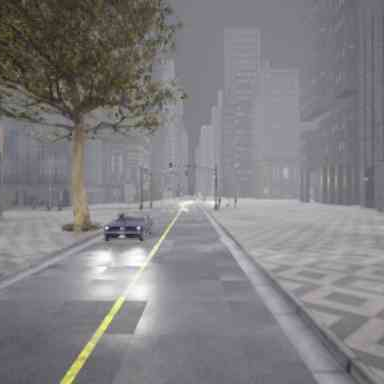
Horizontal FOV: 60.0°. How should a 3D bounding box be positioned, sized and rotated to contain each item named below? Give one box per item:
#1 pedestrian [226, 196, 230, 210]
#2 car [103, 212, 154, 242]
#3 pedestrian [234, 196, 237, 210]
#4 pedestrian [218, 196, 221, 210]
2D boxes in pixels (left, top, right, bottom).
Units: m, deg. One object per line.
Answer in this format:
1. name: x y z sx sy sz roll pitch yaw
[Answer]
1. pedestrian: 4.635 1.402 42.576 0.375 1.860 0.375 0 0 0
2. car: -3.101 1.697 17.021 1.895 1.301 4.718 0 0 0
3. pedestrian: 5.635 1.396 43.176 0.375 1.860 0.375 0 0 0
4. pedestrian: 3.635 1.415 43.776 0.375 1.860 0.375 0 0 0
